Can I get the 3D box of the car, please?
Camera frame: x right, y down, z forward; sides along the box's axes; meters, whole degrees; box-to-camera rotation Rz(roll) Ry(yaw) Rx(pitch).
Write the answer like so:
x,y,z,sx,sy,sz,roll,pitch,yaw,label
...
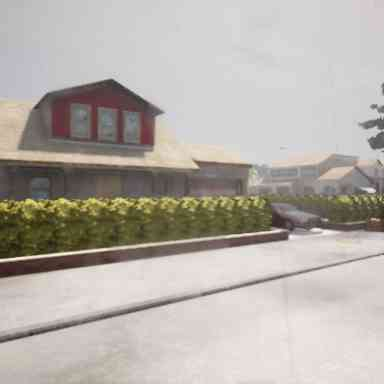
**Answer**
x,y,z,sx,sy,sz,roll,pitch,yaw,label
4.733,1.345,18.781,2.033,1.415,5.357,0,0,-33,car
